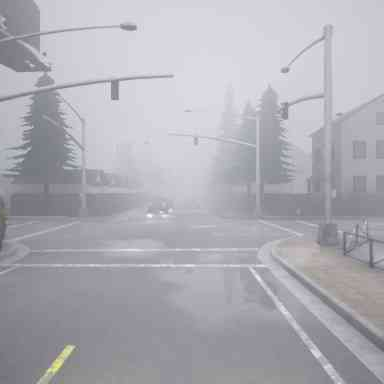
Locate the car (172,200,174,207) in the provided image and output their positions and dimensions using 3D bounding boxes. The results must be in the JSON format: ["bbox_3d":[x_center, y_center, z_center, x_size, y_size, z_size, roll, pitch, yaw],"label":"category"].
[{"bbox_3d":[-3.679,1.492,47.910,2.128,1.511,4.902,0,0,0],"label":"car"}]

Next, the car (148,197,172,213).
[{"bbox_3d":[-3.674,1.352,37.056,2.097,1.767,4.553,0,0,0],"label":"car"}]

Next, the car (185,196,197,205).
[{"bbox_3d":[-0.121,1.492,59.259,2.128,1.511,4.902,0,0,0],"label":"car"}]
